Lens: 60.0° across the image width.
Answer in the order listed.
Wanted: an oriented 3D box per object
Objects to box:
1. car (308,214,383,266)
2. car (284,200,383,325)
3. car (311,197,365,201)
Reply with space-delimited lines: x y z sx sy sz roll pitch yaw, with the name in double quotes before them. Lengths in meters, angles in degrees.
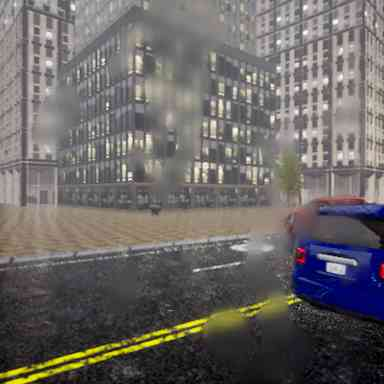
"car" 6.462 1.636 12.522 4.181 1.385 1.994 0 0 -37
"car" 4.342 1.264 6.620 5.566 2.045 2.150 0 0 -36
"car" 7.135 1.312 17.108 5.566 2.045 2.150 0 0 -38
